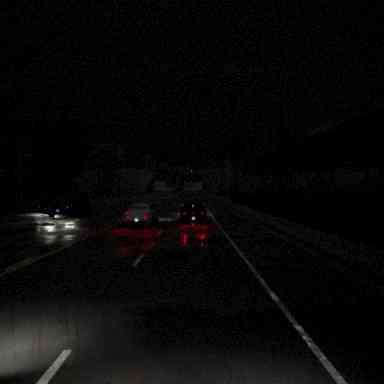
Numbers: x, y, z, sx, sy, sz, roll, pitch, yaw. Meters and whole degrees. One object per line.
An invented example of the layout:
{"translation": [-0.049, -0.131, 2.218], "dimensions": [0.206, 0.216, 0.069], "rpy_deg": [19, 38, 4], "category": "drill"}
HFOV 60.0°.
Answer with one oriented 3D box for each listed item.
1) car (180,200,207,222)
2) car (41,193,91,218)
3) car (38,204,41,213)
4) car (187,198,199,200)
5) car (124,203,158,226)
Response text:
{"translation": [0.110, 1.512, 25.260], "dimensions": [1.895, 1.301, 4.718], "rpy_deg": [0, 1, 0], "category": "car"}
{"translation": [-10.564, 1.098, 28.926], "dimensions": [2.150, 2.045, 5.566], "rpy_deg": [0, 0, 0], "category": "car"}
{"translation": [-14.026, 1.332, 34.260], "dimensions": [1.837, 1.490, 4.892], "rpy_deg": [0, 0, 1], "category": "car"}
{"translation": [0.117, 1.341, 40.889], "dimensions": [1.895, 1.301, 4.718], "rpy_deg": [0, 1, 0], "category": "car"}
{"translation": [-3.392, 1.460, 22.599], "dimensions": [1.812, 1.442, 4.674], "rpy_deg": [0, 0, 0], "category": "car"}
